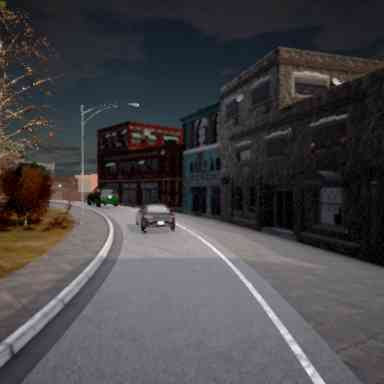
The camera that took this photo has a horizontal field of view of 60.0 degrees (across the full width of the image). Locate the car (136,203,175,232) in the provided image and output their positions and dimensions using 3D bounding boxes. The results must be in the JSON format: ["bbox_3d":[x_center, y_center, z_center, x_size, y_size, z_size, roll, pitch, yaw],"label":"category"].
[{"bbox_3d":[-2.162,1.356,19.166,1.812,1.442,4.674,0,1,-15],"label":"car"}]

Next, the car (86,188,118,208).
[{"bbox_3d":[-9.897,0.574,36.560,2.150,2.045,5.566,0,2,-33],"label":"car"}]
